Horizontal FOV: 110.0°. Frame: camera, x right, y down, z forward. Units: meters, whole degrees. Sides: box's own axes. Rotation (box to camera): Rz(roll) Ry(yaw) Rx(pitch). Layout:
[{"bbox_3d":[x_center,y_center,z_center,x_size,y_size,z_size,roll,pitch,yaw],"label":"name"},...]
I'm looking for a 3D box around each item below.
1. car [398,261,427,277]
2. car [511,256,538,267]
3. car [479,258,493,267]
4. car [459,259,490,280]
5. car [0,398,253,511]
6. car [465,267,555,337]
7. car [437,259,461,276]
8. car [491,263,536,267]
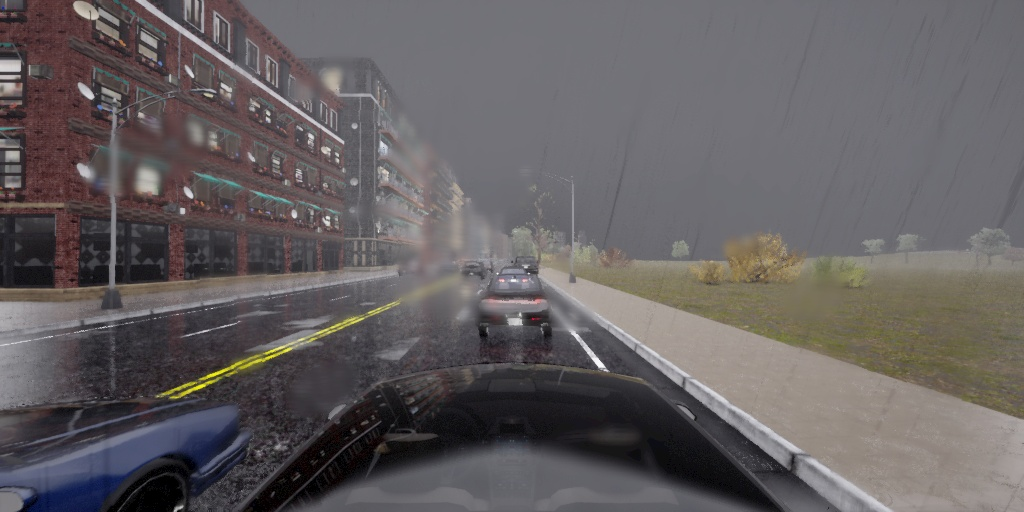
[{"bbox_3d":[-9.909,1.279,35.917,1.812,1.442,4.674,0,0,0],"label":"car"},{"bbox_3d":[1.088,0.979,30.944,2.150,2.045,5.566,0,0,0],"label":"car"},{"bbox_3d":[-3.226,1.301,44.995,2.033,1.411,5.357,0,0,0],"label":"car"},{"bbox_3d":[-3.200,1.257,31.618,1.837,1.490,4.892,0,-1,0],"label":"car"},{"bbox_3d":[-3.149,1.297,0.578,2.033,1.411,5.357,0,0,0],"label":"car"},{"bbox_3d":[0.087,1.243,10.292,2.128,1.511,4.902,0,0,0],"label":"car"},{"bbox_3d":[-6.665,1.301,38.350,2.033,1.411,5.357,0,0,0],"label":"car"},{"bbox_3d":[0.072,1.300,20.732,2.033,1.411,5.357,0,0,0],"label":"car"}]
